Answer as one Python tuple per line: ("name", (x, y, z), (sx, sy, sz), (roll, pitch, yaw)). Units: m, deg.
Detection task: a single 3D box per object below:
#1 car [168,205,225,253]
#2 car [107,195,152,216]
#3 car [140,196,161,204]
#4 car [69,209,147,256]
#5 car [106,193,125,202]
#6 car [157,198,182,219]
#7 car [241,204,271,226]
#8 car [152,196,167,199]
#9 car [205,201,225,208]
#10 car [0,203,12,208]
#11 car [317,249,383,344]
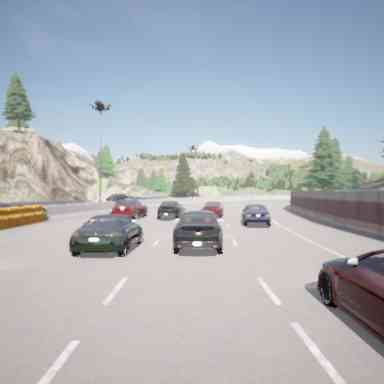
("car", (0.286, 1.519, 13.754), (1.837, 1.490, 4.892), (0, 0, 2))
("car", (-5.309, 1.382, 28.873), (2.097, 1.767, 4.553), (0, 0, 8))
("car", (-8.542, 1.605, 69.549), (2.033, 1.411, 5.357), (0, 0, 23))
("car", (-3.234, 1.578, 13.230), (1.994, 1.385, 4.181), (0, 0, 2))
("car", (-15.888, 1.297, 70.128), (2.150, 2.045, 5.566), (0, 0, 21))
("car", (-1.736, 1.534, 29.208), (1.837, 1.490, 4.892), (0, 0, 8))
("car", (4.547, 1.571, 23.825), (2.033, 1.411, 5.357), (0, 0, 7))
("car", (-6.072, 1.612, 66.432), (2.033, 1.411, 5.357), (0, 0, 23))
("car", (1.941, 1.556, 30.158), (1.812, 1.442, 4.674), (0, 0, 9))
("car", (-16.383, 1.554, 26.791), (1.812, 1.442, 4.674), (0, 0, 7))
("car", (3.603, 1.569, 5.288), (1.994, 1.385, 4.181), (0, 0, 0))
